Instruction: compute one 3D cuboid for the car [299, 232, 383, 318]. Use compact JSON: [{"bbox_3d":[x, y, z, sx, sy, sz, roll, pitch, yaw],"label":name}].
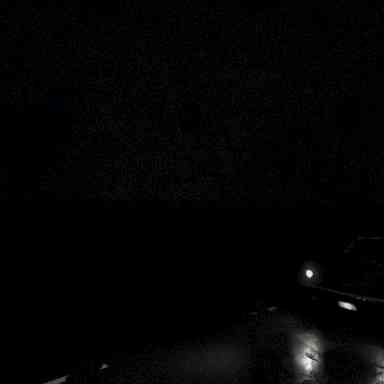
[{"bbox_3d":[4.255,1.592,7.039,4.718,1.301,1.895,0,0,-41],"label":"car"}]
